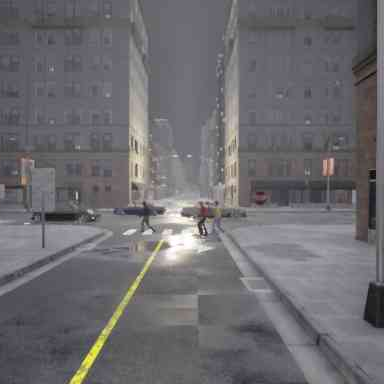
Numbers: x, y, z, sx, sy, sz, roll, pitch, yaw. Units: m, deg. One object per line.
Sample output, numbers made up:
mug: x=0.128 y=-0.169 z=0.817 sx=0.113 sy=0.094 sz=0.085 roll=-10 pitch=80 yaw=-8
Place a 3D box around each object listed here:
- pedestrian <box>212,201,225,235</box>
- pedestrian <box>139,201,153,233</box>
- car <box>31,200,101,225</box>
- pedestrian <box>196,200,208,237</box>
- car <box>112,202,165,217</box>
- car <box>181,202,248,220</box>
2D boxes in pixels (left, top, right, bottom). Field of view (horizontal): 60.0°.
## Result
pedestrian: x=1.371 y=1.294 z=17.194 sx=0.375 sy=1.860 sz=0.375 roll=0 pitch=0 yaw=0
pedestrian: x=-2.460 y=1.294 z=17.792 sx=0.375 sy=1.860 sz=0.375 roll=0 pitch=0 yaw=0
car: x=-8.924 y=1.369 z=23.881 sx=4.553 sy=1.767 sz=2.097 roll=0 pitch=0 yaw=0
pedestrian: x=0.491 y=1.294 z=16.594 sx=0.375 sy=1.860 sz=0.375 roll=0 pitch=0 yaw=0
car: x=-4.862 y=1.606 z=30.583 sx=4.718 sy=1.301 sz=1.895 roll=0 pitch=0 yaw=0
car: x=1.766 y=1.547 z=27.129 sx=5.357 sy=1.411 sz=2.033 roll=0 pitch=0 yaw=0
